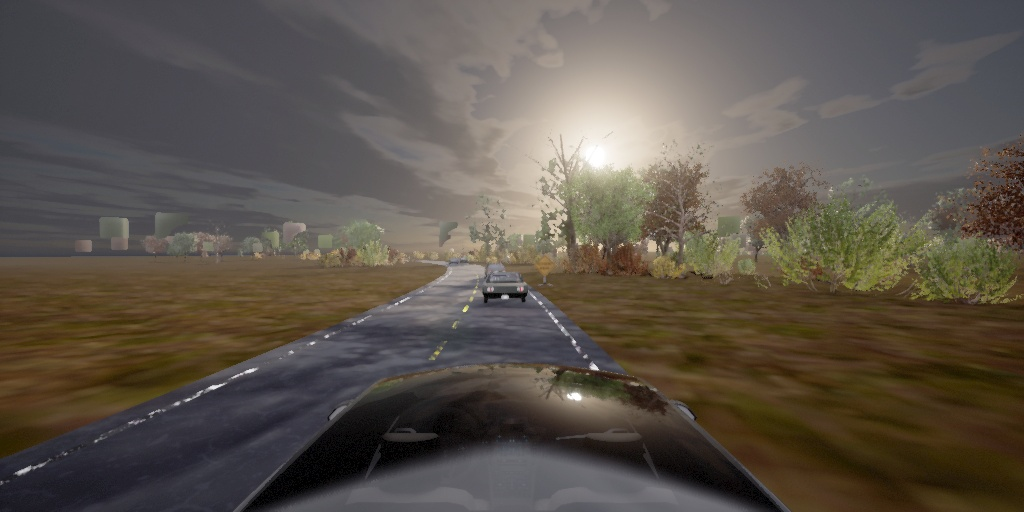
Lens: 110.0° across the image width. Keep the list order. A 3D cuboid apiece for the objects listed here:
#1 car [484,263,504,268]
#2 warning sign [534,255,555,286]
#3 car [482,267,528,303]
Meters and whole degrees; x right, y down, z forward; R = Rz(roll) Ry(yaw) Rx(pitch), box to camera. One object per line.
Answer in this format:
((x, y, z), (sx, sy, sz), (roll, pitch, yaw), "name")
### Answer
((-1.498, 1.312, 31.644), (2.033, 1.411, 5.357), (0, 0, -6), "car")
((1.981, 0.863, 21.750), (1.300, 1.860, 1.060), (0, 0, -4), "warning sign")
((-0.377, 1.366, 16.643), (1.895, 1.301, 4.718), (0, 0, -3), "car")
